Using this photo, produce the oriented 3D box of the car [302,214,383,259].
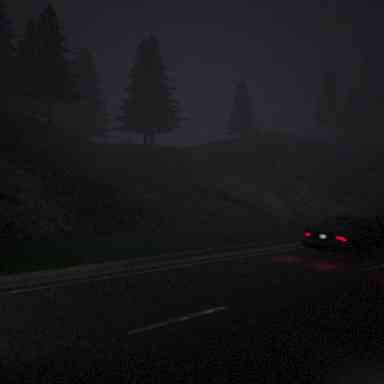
[{"bbox_3d":[6.432,1.539,12.573,5.357,1.411,2.033,0,0,-35],"label":"car"}]
